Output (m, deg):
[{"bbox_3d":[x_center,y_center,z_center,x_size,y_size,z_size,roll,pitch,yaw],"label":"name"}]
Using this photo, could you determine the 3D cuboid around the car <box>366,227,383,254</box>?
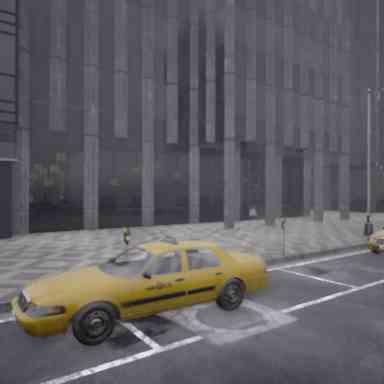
[{"bbox_3d":[8.570,1.610,12.853,4.829,1.417,1.752,0,0,-35],"label":"car"}]

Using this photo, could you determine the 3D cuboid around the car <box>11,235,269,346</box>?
[{"bbox_3d":[-0.654,1.543,6.304,4.829,1.417,1.752,1,-1,-34],"label":"car"}]
